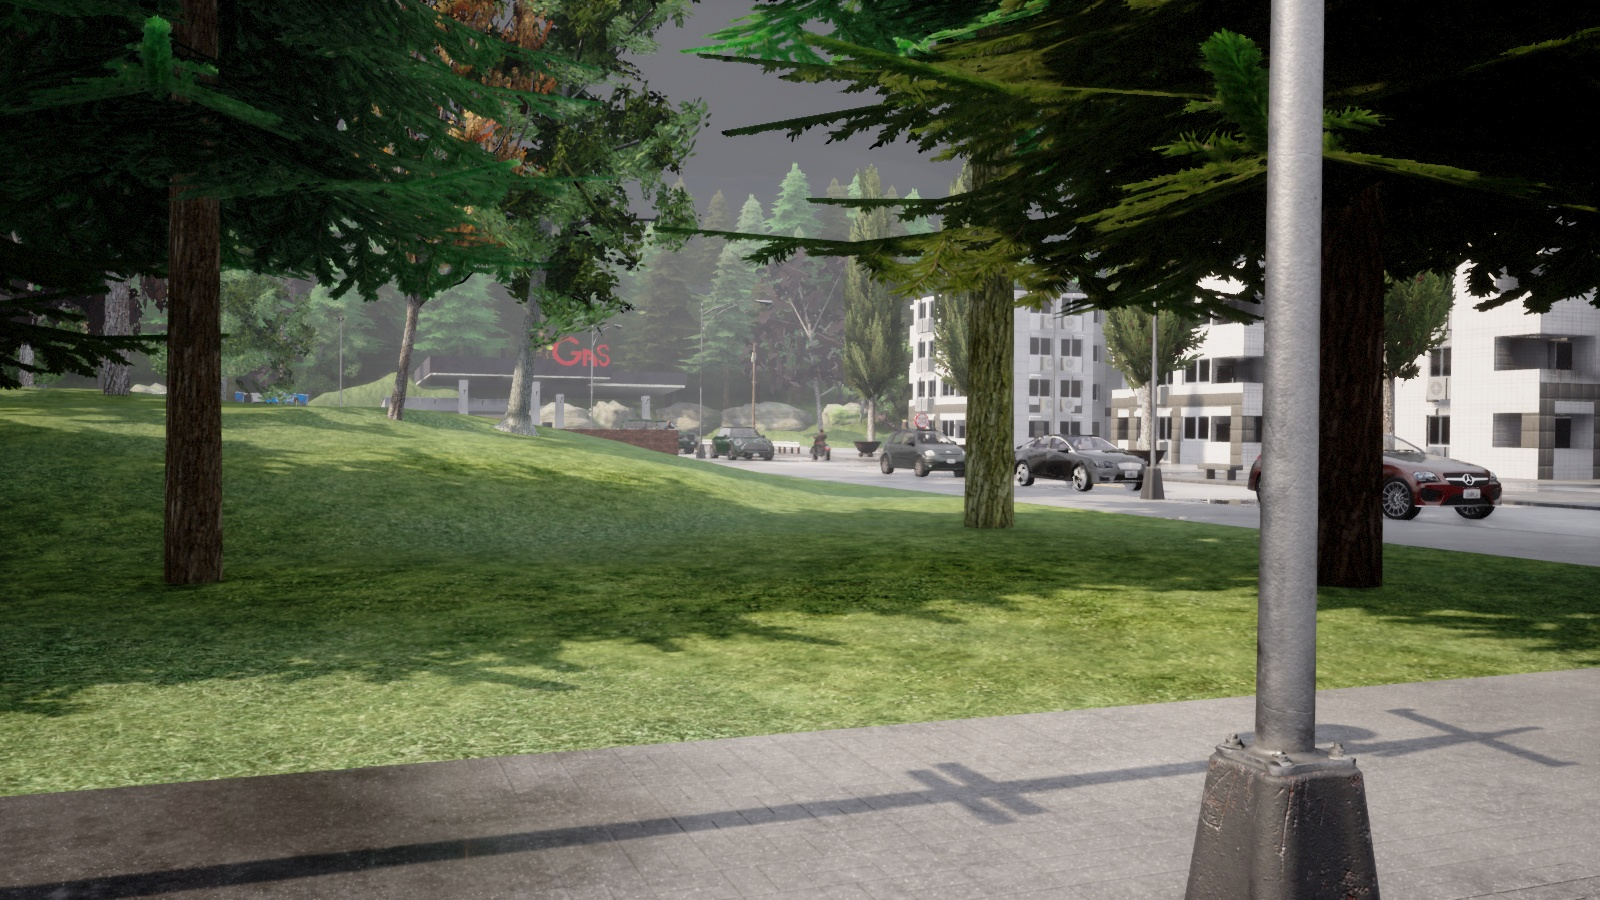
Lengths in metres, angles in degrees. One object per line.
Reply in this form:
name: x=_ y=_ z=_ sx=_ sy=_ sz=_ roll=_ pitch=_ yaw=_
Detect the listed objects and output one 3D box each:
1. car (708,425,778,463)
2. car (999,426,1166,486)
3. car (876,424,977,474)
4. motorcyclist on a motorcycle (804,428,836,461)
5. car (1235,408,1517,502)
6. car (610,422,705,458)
car: x=-2.855 y=-0.323 z=62.074 sx=2.097 sy=1.767 sz=4.553 roll=-1 pitch=1 yaw=-21
car: x=7.627 y=0.111 z=34.463 sx=2.128 sy=1.511 sz=4.902 roll=-1 pitch=1 yaw=-21
car: x=4.292 y=-0.055 z=43.243 sx=1.851 sy=1.617 sz=3.988 roll=-1 pitch=1 yaw=-21
motorcyclist on a motorcycle: x=0.986 y=-0.291 z=63.215 sx=0.766 sy=1.649 sz=2.350 roll=-1 pitch=1 yaw=-21
car: x=11.236 y=0.049 z=24.984 sx=2.152 sy=1.651 sz=5.027 roll=-1 pitch=1 yaw=-21
car: x=-8.500 y=-0.605 z=74.669 sx=5.566 sy=2.045 sz=2.150 roll=0 pitch=1 yaw=36
